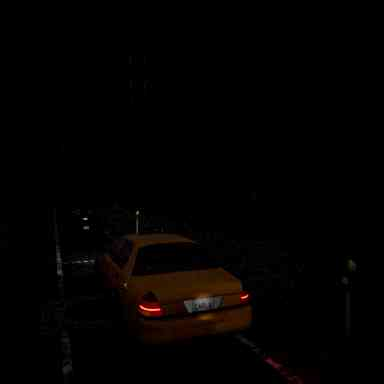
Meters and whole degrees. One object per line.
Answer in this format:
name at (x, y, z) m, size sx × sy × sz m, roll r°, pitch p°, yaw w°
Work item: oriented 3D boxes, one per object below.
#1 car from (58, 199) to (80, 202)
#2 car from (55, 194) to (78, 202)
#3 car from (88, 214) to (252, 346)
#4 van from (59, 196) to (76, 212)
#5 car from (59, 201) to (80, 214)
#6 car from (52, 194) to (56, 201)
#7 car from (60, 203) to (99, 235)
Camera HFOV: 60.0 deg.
car at (-10.387, 1.567, 28.868) m, size 1.947 × 1.339 × 4.313 m, roll 0°, pitch 0°, yaw -23°
car at (-12.514, 1.316, 33.967) m, size 2.192 × 1.841 × 5.009 m, roll 0°, pitch 0°, yaw -23°
car at (-0.841, 1.457, 6.743) m, size 1.801 × 1.575 × 5.366 m, roll 0°, pitch 0°, yaw -23°
van at (-14.640, 1.342, 39.064) m, size 1.690 × 1.788 × 3.998 m, roll 0°, pitch 0°, yaw -23°
car at (-8.260, 1.551, 23.771) m, size 2.008 × 1.369 × 4.403 m, roll 0°, pitch 0°, yaw -23°
car at (-31.802, 1.469, 79.461) m, size 1.967 × 1.590 × 4.097 m, roll 0°, pitch 0°, yaw -24°
car at (-6.134, 1.551, 18.673) m, size 2.008 × 1.369 × 4.403 m, roll 0°, pitch 0°, yaw -23°
